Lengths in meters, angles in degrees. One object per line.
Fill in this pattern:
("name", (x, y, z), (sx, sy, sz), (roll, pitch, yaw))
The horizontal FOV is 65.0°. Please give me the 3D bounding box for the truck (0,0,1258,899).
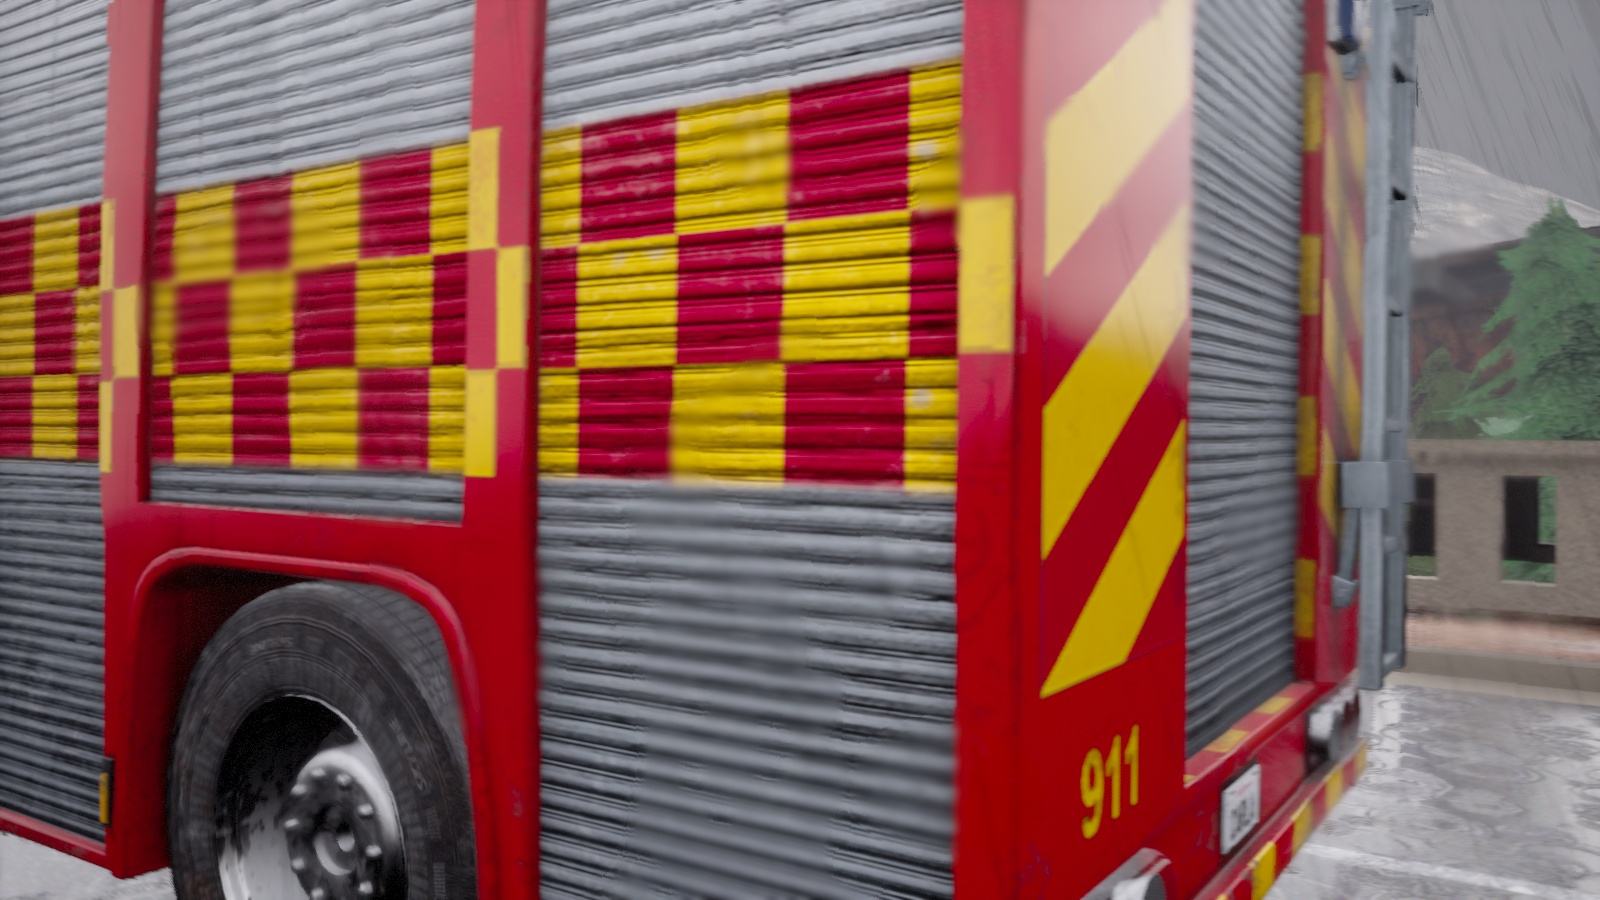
("truck", (-2.768, -0.461, 5.440), (8.468, 3.827, 2.891), (0, 1, 34))
